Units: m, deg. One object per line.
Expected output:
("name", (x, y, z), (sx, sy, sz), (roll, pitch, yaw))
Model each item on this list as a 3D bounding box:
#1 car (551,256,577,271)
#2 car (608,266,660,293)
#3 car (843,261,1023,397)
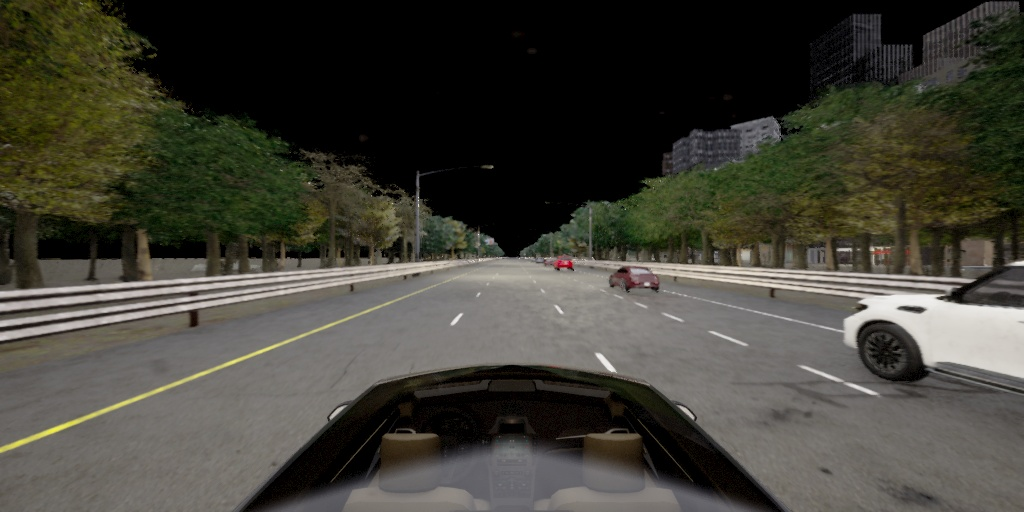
("car", (7.108, 1.024, 49.869), (2.150, 2.045, 5.566), (0, 0, 0))
("car", (7.015, 1.291, 20.907), (1.812, 1.442, 4.674), (0, 0, 0))
("car", (7.002, 0.976, 3.986), (2.150, 2.045, 5.566), (0, 0, 0))
